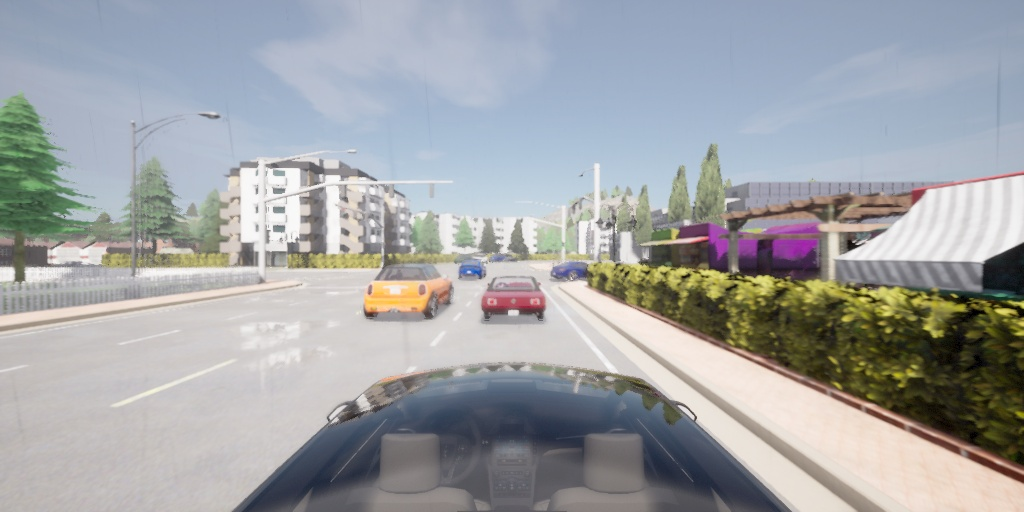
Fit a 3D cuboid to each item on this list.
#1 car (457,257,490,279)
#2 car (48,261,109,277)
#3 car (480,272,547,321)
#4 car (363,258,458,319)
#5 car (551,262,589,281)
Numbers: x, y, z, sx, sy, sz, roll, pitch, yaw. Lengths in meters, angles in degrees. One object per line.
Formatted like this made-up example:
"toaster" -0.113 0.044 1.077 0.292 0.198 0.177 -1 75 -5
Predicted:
"car" -3.256 1.082 30.365 1.882 1.535 5.008 0 0 2
"car" -39.557 1.155 32.742 4.181 1.385 1.994 0 0 2
"car" 0.066 1.297 12.254 1.895 1.301 4.718 0 0 0
"car" -3.433 1.046 12.734 2.097 1.767 4.553 0 0 0
"car" 5.241 1.144 27.596 4.674 1.442 1.812 0 -1 -26
